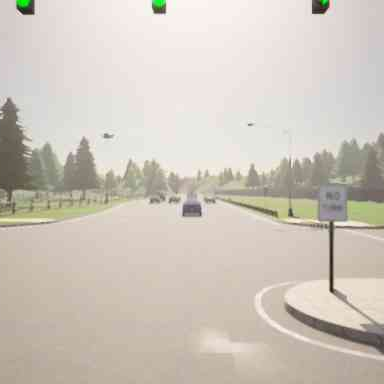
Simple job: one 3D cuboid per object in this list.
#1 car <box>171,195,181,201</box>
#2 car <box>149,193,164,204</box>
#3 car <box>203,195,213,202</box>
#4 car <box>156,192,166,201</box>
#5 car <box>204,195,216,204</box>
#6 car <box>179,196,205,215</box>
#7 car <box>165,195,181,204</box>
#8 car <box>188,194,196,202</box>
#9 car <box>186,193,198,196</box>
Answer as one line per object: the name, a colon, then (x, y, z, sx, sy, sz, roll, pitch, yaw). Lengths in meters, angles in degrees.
car: (-3.496, 1.347, 73.763, 1.994, 1.385, 4.181, 0, 0, 0)
car: (-6.997, 1.406, 63.344, 1.837, 1.490, 4.892, 0, 0, 0)
car: (3.504, 1.318, 73.763, 1.812, 1.442, 4.674, 0, 0, 0)
car: (-6.996, 1.019, 73.793, 2.150, 2.045, 5.566, 0, 0, 0)
car: (3.503, 1.393, 63.344, 2.128, 1.511, 4.902, 0, 0, 0)
car: (0.002, 1.427, 32.735, 1.882, 1.535, 5.008, 0, 0, 0)
car: (-3.497, 1.406, 63.344, 1.837, 1.490, 4.892, 0, 0, 0)
car: (0.004, 1.272, 73.763, 1.882, 1.535, 5.008, 0, 0, 0)
car: (0.003, 1.123, 63.373, 2.150, 2.045, 5.566, 0, 0, 0)
